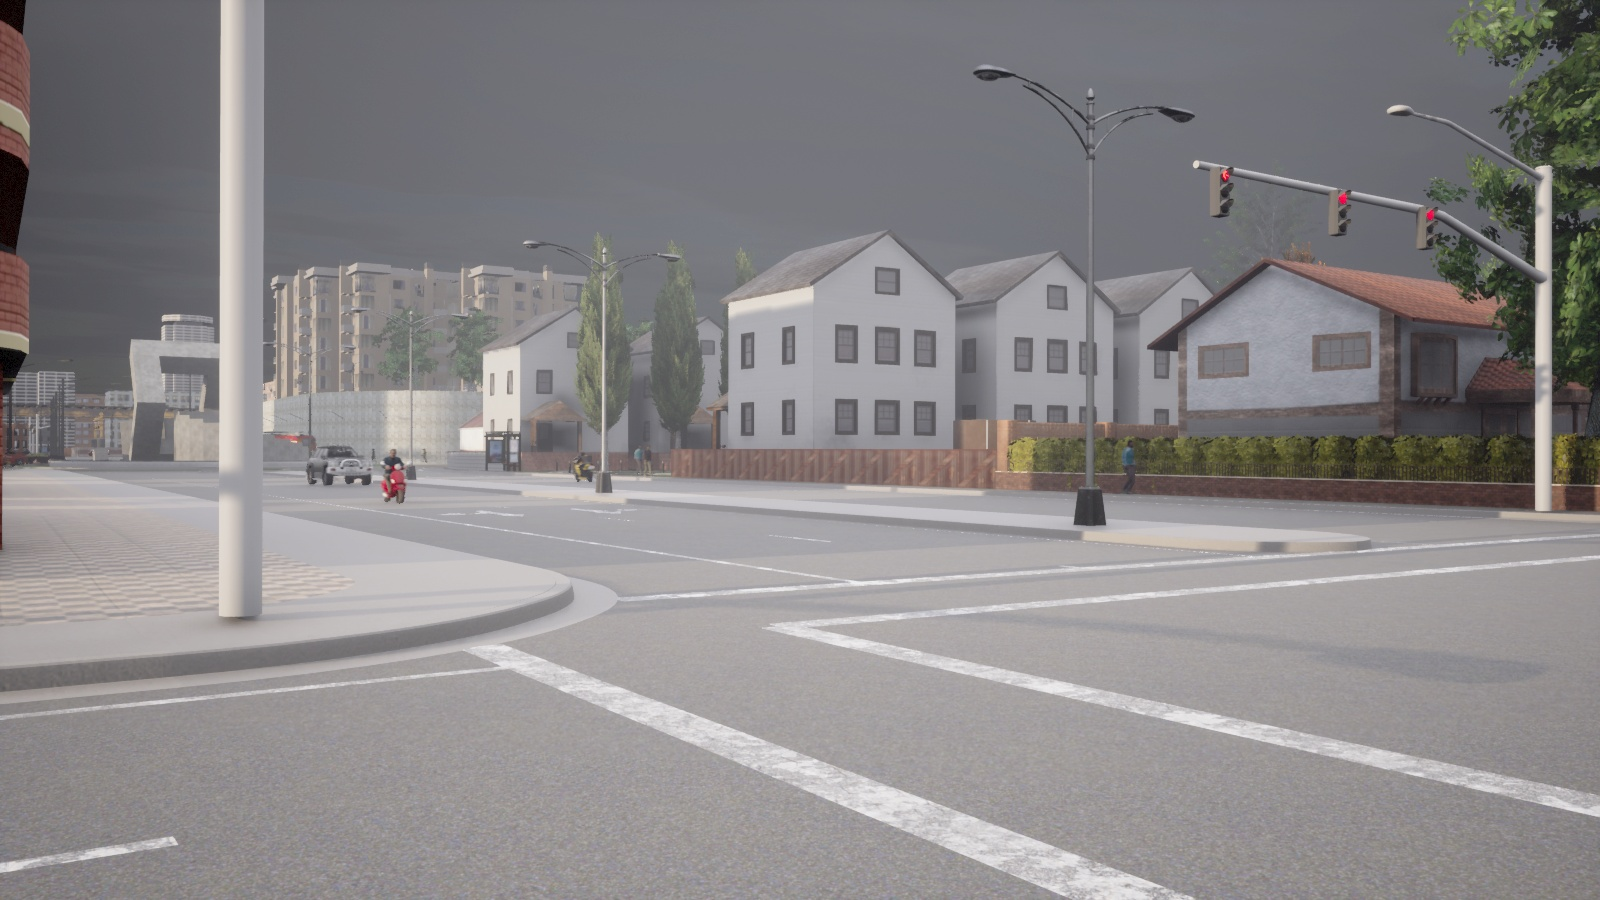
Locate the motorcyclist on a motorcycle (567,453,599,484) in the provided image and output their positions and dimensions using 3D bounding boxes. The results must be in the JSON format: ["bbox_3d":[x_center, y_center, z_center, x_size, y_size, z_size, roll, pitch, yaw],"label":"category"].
[{"bbox_3d":[-10.709,0.901,61.997,0.797,1.523,2.044,0,0,-33],"label":"motorcyclist on a motorcycle"}]

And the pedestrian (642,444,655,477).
[{"bbox_3d":[-8.387,0.588,69.623,0.431,1.840,0.703,0,0,-35],"label":"pedestrian"}]

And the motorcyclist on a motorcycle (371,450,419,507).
[{"bbox_3d":[-11.740,0.812,36.349,0.866,1.590,1.817,0,0,-33],"label":"motorcyclist on a motorcycle"}]

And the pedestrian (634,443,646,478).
[{"bbox_3d":[-9.072,0.594,71.286,0.396,1.930,0.692,0,0,-36],"label":"pedestrian"}]

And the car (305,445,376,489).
[{"bbox_3d":[-20.521,0.742,55.987,1.932,1.855,4.605,0,0,-33],"label":"car"}]

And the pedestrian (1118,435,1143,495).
[{"bbox_3d":[10.692,0.477,40.622,0.396,1.930,0.692,0,0,-32],"label":"pedestrian"}]
